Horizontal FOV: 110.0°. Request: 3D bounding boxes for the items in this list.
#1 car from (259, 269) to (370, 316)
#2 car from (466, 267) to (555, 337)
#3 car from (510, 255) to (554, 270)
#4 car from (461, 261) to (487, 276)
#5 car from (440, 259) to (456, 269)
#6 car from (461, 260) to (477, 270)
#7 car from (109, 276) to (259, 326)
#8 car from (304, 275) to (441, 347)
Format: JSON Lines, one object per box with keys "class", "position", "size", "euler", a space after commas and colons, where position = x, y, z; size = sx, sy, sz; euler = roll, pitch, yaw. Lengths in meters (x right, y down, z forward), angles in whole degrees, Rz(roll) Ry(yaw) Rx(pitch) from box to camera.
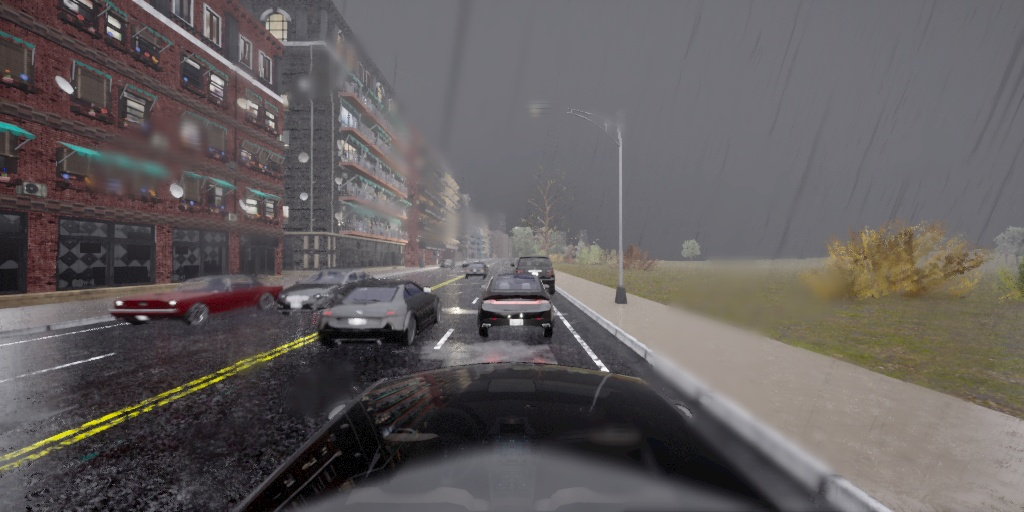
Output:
{"class": "car", "position": [-6.611, 1.243, 13.432], "size": [2.128, 1.511, 4.902], "euler": [0, 0, 0]}
{"class": "car", "position": [0.092, 1.243, 10.303], "size": [2.128, 1.511, 4.902], "euler": [0, 0, 0]}
{"class": "car", "position": [1.120, 0.977, 20.174], "size": [2.150, 2.045, 5.566], "euler": [0, 0, 0]}
{"class": "car", "position": [-3.175, 1.300, 33.122], "size": [2.033, 1.411, 5.357], "euler": [0, 0, 0]}
{"class": "car", "position": [-9.891, 1.255, 55.343], "size": [1.837, 1.490, 4.892], "euler": [0, 0, 0]}
{"class": "car", "position": [-6.643, 1.351, 55.382], "size": [1.895, 1.301, 4.718], "euler": [0, 0, 0]}
{"class": "car", "position": [-9.857, 1.352, 11.795], "size": [1.895, 1.301, 4.718], "euler": [0, 0, 0]}
{"class": "car", "position": [-3.159, 1.315, 9.332], "size": [1.994, 1.385, 4.181], "euler": [0, 0, 0]}
